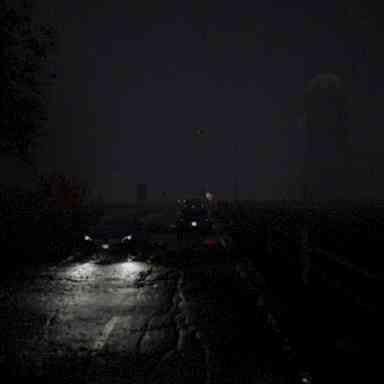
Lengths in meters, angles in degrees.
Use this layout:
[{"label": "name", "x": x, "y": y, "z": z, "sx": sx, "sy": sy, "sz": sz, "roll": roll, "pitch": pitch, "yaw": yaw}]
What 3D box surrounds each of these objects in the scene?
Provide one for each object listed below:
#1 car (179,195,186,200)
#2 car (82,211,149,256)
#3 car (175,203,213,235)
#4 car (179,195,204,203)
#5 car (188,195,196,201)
[{"label": "car", "x": -2.714, "y": 1.521, "z": 94.204, "sx": 1.882, "sy": 1.535, "sz": 5.008, "roll": 0, "pitch": 0, "yaw": 0}, {"label": "car", "x": -2.844, "y": 1.523, "z": 13.247, "sx": 1.812, "sy": 1.442, "sz": 4.674, "roll": 0, "pitch": 0, "yaw": 0}, {"label": "car", "x": 0.107, "y": 1.561, "z": 18.740, "sx": 1.994, "sy": 1.385, "sz": 4.181, "roll": 0, "pitch": 0, "yaw": 0}, {"label": "car", "x": 0.069, "y": 1.355, "z": 31.943, "sx": 2.097, "sy": 1.767, "sz": 4.553, "roll": 0, "pitch": 0, "yaw": -1}, {"label": "car", "x": 0.034, "y": 1.595, "z": 88.772, "sx": 2.033, "sy": 1.411, "sz": 5.357, "roll": 0, "pitch": 0, "yaw": 0}]
